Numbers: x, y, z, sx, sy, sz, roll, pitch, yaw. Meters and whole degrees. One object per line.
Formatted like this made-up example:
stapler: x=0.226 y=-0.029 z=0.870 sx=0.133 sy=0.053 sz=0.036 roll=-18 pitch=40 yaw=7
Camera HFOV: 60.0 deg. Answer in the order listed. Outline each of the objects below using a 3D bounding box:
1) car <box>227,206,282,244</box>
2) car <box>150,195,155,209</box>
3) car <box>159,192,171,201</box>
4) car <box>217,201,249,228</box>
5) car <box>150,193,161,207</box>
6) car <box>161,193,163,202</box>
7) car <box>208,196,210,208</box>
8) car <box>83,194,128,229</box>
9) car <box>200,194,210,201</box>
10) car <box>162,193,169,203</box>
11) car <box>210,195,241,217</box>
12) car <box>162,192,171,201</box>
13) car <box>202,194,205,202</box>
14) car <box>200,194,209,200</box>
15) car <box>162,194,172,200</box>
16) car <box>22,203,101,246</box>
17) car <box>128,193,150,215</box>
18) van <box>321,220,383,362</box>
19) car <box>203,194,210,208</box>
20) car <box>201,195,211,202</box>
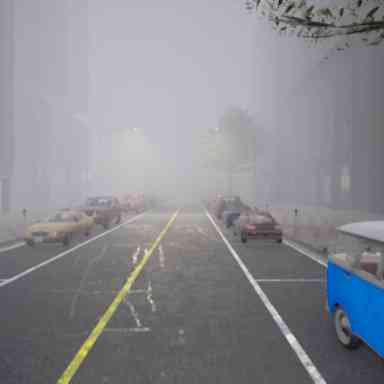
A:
car: x=2.841 y=1.485 z=14.875 sx=1.802 sy=1.307 sz=4.206 roll=0 pitch=0 yaw=0
car: x=-5.708 y=1.358 z=37.431 sx=1.947 sy=1.339 sz=4.313 roll=0 pitch=0 yaw=0
car: x=-5.745 y=0.969 z=71.261 sx=2.192 sy=1.841 sz=5.009 roll=0 pitch=0 yaw=0
car: x=2.835 y=1.439 z=20.512 sx=1.947 sy=1.339 sz=4.313 roll=0 pitch=0 yaw=0
car: x=-5.714 y=1.081 z=43.067 sx=2.192 sy=1.841 sz=5.009 roll=0 pitch=0 yaw=0
car: x=-5.720 y=1.285 z=48.708 sx=1.887 sy=1.381 sz=4.507 roll=0 pitch=0 yaw=0
car: x=2.823 y=1.364 z=31.792 sx=1.887 sy=1.381 sz=4.507 roll=0 pitch=0 yaw=0
car: x=-5.691 y=1.188 z=20.512 sx=2.192 sy=1.841 sz=5.009 roll=0 pitch=0 yaw=0
car: x=2.781 y=1.220 z=71.268 sx=1.947 sy=1.339 sz=4.313 roll=0 pitch=0 yaw=0
car: x=-5.732 y=1.259 z=59.986 sx=1.947 sy=1.339 sz=4.313 roll=0 pitch=0 yaw=0
car: x=2.829 y=1.161 z=26.151 sx=2.192 sy=1.841 sz=5.009 roll=0 pitch=0 yaw=0
car: x=-5.738 y=1.239 z=65.623 sx=1.947 sy=1.339 sz=4.313 roll=0 pitch=0 yaw=0
car: x=2.805 y=1.265 z=48.881 sx=1.752 sy=1.417 sz=4.829 roll=0 pitch=0 yaw=0
car: x=2.775 y=1.203 z=76.908 sx=1.947 sy=1.339 sz=4.313 roll=0 pitch=0 yaw=0
car: x=-5.750 y=1.219 z=76.901 sx=1.802 sy=1.307 sz=4.206 roll=0 pitch=0 yaw=0
car: x=-5.684 y=1.429 z=14.706 sx=1.752 sy=1.417 sz=4.829 roll=0 pitch=0 yaw=0
car: x=-5.703 y=1.134 z=31.790 sx=2.192 sy=1.841 sz=5.009 roll=0 pitch=0 yaw=0
van: x=2.854 y=1.316 z=3.594 sx=1.690 sy=1.788 sz=3.998 roll=0 pitch=0 yaw=0
car: x=2.811 y=1.332 z=43.071 sx=1.947 sy=1.339 sz=4.313 roll=0 pitch=0 yaw=0
car: x=2.787 y=1.255 z=65.629 sx=1.802 sy=1.307 sz=4.206 roll=0 pitch=0 yaw=0
